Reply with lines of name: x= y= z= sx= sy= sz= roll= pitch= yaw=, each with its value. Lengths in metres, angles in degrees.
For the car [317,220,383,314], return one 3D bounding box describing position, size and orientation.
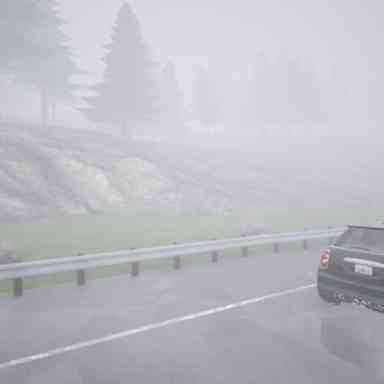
car: x=4.689 y=1.348 z=6.861 sx=4.553 sy=1.767 sz=2.097 roll=0 pitch=0 yaw=-34
